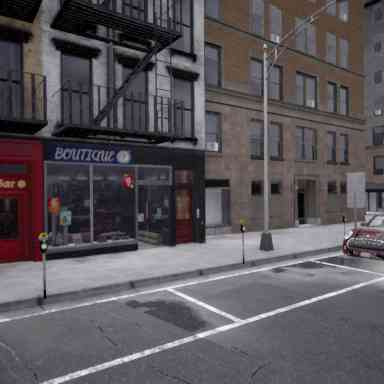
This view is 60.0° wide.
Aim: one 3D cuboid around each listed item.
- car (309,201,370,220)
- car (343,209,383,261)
[{"bbox_3d":[13.923,1.664,31.701,1.882,1.535,5.008,-1,0,-37],"label":"car"},{"bbox_3d":[7.043,1.442,11.592,4.097,1.590,1.967,0,-1,-36],"label":"car"}]
